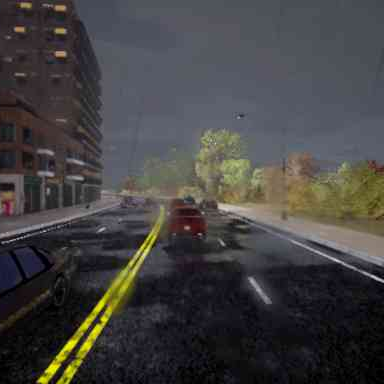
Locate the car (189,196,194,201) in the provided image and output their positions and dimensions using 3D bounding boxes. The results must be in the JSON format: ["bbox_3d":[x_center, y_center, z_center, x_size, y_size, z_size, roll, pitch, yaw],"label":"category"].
[{"bbox_3d":[-0.462,1.481,57.759,1.837,1.490,4.892,0,0,-7],"label":"car"}]

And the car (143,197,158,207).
[{"bbox_3d":[-6.220,1.513,50.342,1.837,1.490,4.892,0,0,-6],"label":"car"}]

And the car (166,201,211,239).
[{"bbox_3d":[-0.321,1.481,17.485,1.882,1.535,5.008,0,0,-2],"label":"car"}]

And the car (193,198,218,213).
[{"bbox_3d":[1.734,1.478,36.955,2.128,1.511,4.902,0,0,-5],"label":"car"}]

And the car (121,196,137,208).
[{"bbox_3d":[-9.459,1.375,50.028,2.097,1.767,4.553,0,0,-6],"label":"car"}]

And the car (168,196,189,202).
[{"bbox_3d":[-1.731,1.478,39.500,1.882,1.535,5.008,0,0,-5],"label":"car"}]

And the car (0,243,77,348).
[{"bbox_3d":[-3.407,1.561,5.046,2.033,1.411,5.357,0,0,-1],"label":"car"}]
